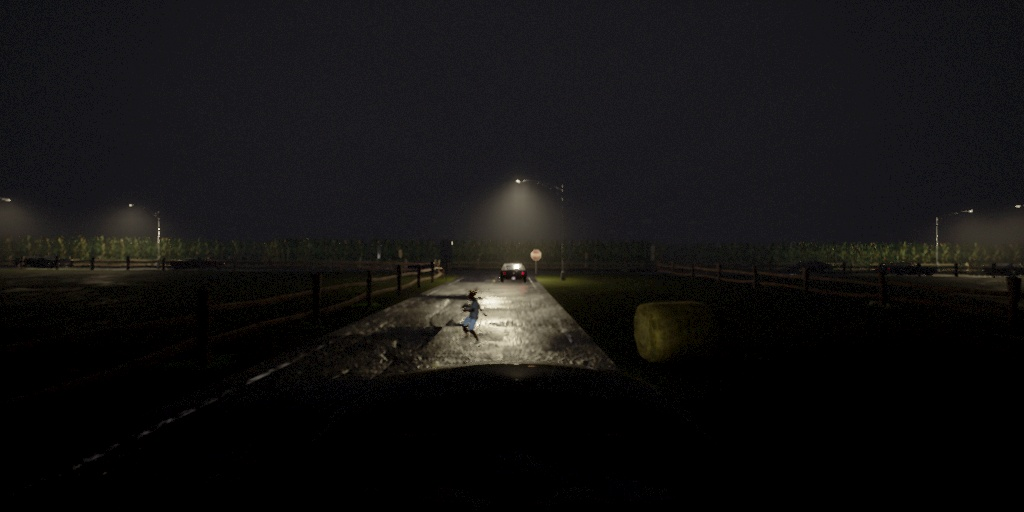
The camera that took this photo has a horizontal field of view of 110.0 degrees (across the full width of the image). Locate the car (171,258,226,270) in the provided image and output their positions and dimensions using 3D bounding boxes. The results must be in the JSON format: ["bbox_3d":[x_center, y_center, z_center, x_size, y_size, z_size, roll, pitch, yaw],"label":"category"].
[{"bbox_3d":[-34.413,0.877,39.490,4.718,1.301,1.895,0,-1,1],"label":"car"}]

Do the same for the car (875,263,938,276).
[{"bbox_3d":[42.872,1.418,39.013,5.357,1.411,2.033,0,-1,1],"label":"car"}]

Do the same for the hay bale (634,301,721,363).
[{"bbox_3d":[3.131,1.375,6.932,1.220,1.180,1.240,0,0,0],"label":"hay bale"}]

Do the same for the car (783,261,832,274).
[{"bbox_3d":[34.493,1.330,41.942,4.892,1.490,1.837,0,-1,1],"label":"car"}]

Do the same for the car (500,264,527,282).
[{"bbox_3d":[0.087,1.205,26.441,1.895,1.301,4.718,0,0,-1],"label":"car"}]

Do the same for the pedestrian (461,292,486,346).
[{"bbox_3d":[-0.833,1.008,7.860,0.375,1.860,0.375,1,-1,-3],"label":"pedestrian"}]

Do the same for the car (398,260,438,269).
[{"bbox_3d":[-10.977,1.063,42.249,4.718,1.301,1.895,0,-1,7],"label":"car"}]
